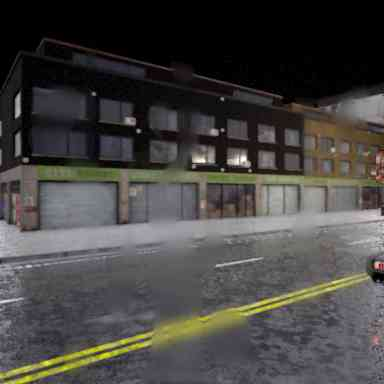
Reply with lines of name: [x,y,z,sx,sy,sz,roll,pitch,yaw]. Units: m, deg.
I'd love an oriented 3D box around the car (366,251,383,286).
car: [6.177,1.597,7.845,4.718,1.301,1.895,0,0,-36]
